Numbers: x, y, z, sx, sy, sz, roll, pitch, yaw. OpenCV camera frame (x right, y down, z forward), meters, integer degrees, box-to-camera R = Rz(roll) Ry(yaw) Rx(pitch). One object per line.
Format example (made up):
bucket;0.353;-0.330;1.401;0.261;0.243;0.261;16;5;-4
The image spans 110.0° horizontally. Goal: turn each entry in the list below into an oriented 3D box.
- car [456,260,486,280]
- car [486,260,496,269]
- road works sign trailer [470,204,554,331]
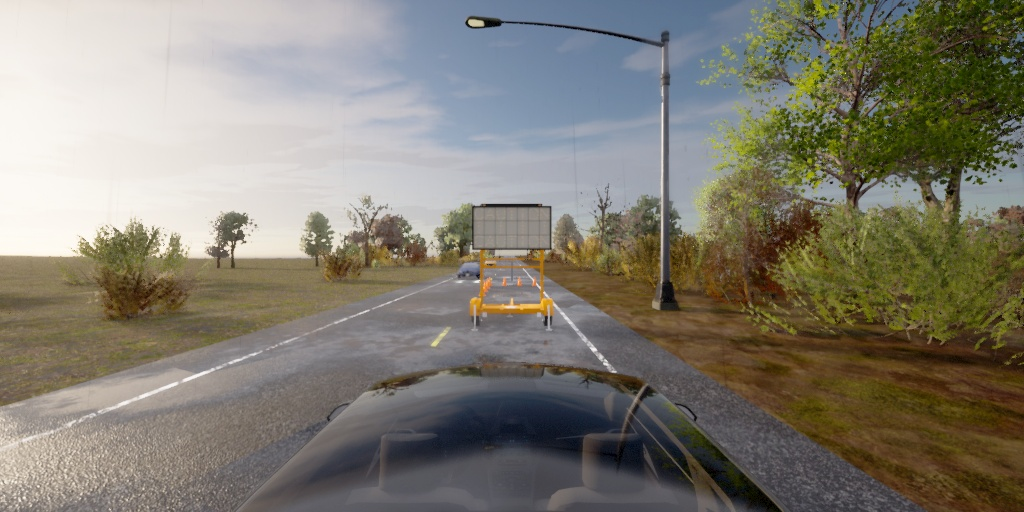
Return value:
car;-3.609;1.259;31.480;1.812;1.442;4.674;0;0;0
car;-3.518;1.175;57.330;1.882;1.535;5.008;0;0;0
road works sign trailer;-0.003;0.213;10.994;2.380;3.560;2.880;0;0;0
